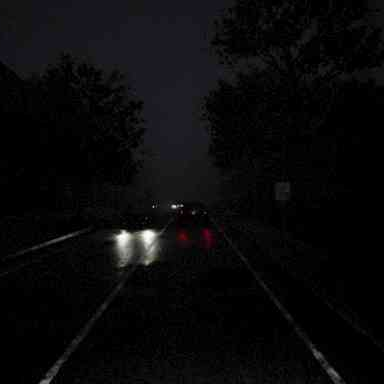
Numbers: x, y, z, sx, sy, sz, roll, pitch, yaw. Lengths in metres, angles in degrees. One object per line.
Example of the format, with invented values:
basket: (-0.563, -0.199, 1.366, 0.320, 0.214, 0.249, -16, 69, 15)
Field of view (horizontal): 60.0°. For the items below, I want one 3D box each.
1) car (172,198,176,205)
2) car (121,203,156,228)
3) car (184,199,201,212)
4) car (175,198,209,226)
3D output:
car: (-2.601, 1.843, 64.655, 1.895, 1.301, 4.718, -1, 0, 6)
car: (-3.593, 1.559, 22.937, 1.882, 1.535, 5.008, 0, 0, 0)
car: (0.110, 1.698, 42.613, 2.033, 1.411, 5.357, 0, 0, 0)
car: (0.106, 1.438, 24.443, 2.097, 1.767, 4.553, 0, 0, 0)
